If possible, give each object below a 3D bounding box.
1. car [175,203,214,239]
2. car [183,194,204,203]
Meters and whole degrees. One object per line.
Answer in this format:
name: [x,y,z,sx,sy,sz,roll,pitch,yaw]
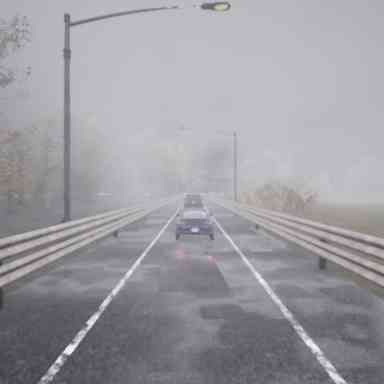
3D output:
car: [0.131,1.529,17.187,1.812,1.442,4.674,0,0,0]
car: [0.174,1.224,37.724,2.150,2.045,5.566,0,0,0]
